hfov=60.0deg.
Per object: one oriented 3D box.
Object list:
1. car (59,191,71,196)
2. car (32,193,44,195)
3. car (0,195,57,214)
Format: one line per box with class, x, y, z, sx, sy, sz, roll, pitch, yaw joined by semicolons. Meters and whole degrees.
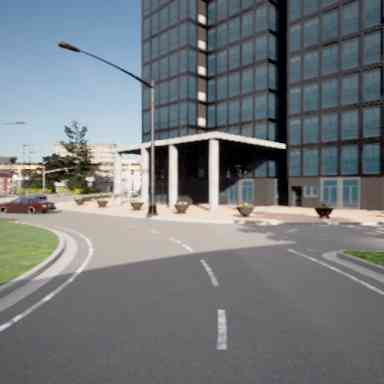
car;-26.512;0.358;69.805;1.812;1.442;4.674;0;1;-4
car;-25.369;0.932;54.500;2.033;1.411;5.357;0;1;-4
car;-14.765;1.210;29.613;5.357;1.411;2.033;0;1;16
